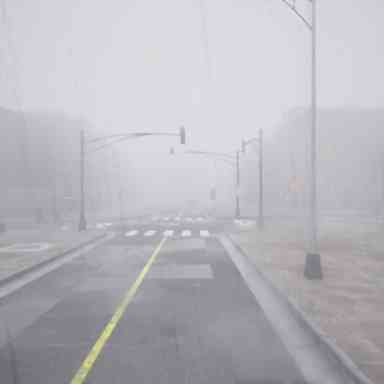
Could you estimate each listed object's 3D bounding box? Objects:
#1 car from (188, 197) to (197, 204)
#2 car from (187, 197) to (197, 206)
[{"bbox_3d":[0.017,1.948,78.820,2.033,1.411,5.357,0,0,0],"label":"car"},{"bbox_3d":[0.015,2.011,68.399,1.837,1.490,4.892,0,0,0],"label":"car"}]
